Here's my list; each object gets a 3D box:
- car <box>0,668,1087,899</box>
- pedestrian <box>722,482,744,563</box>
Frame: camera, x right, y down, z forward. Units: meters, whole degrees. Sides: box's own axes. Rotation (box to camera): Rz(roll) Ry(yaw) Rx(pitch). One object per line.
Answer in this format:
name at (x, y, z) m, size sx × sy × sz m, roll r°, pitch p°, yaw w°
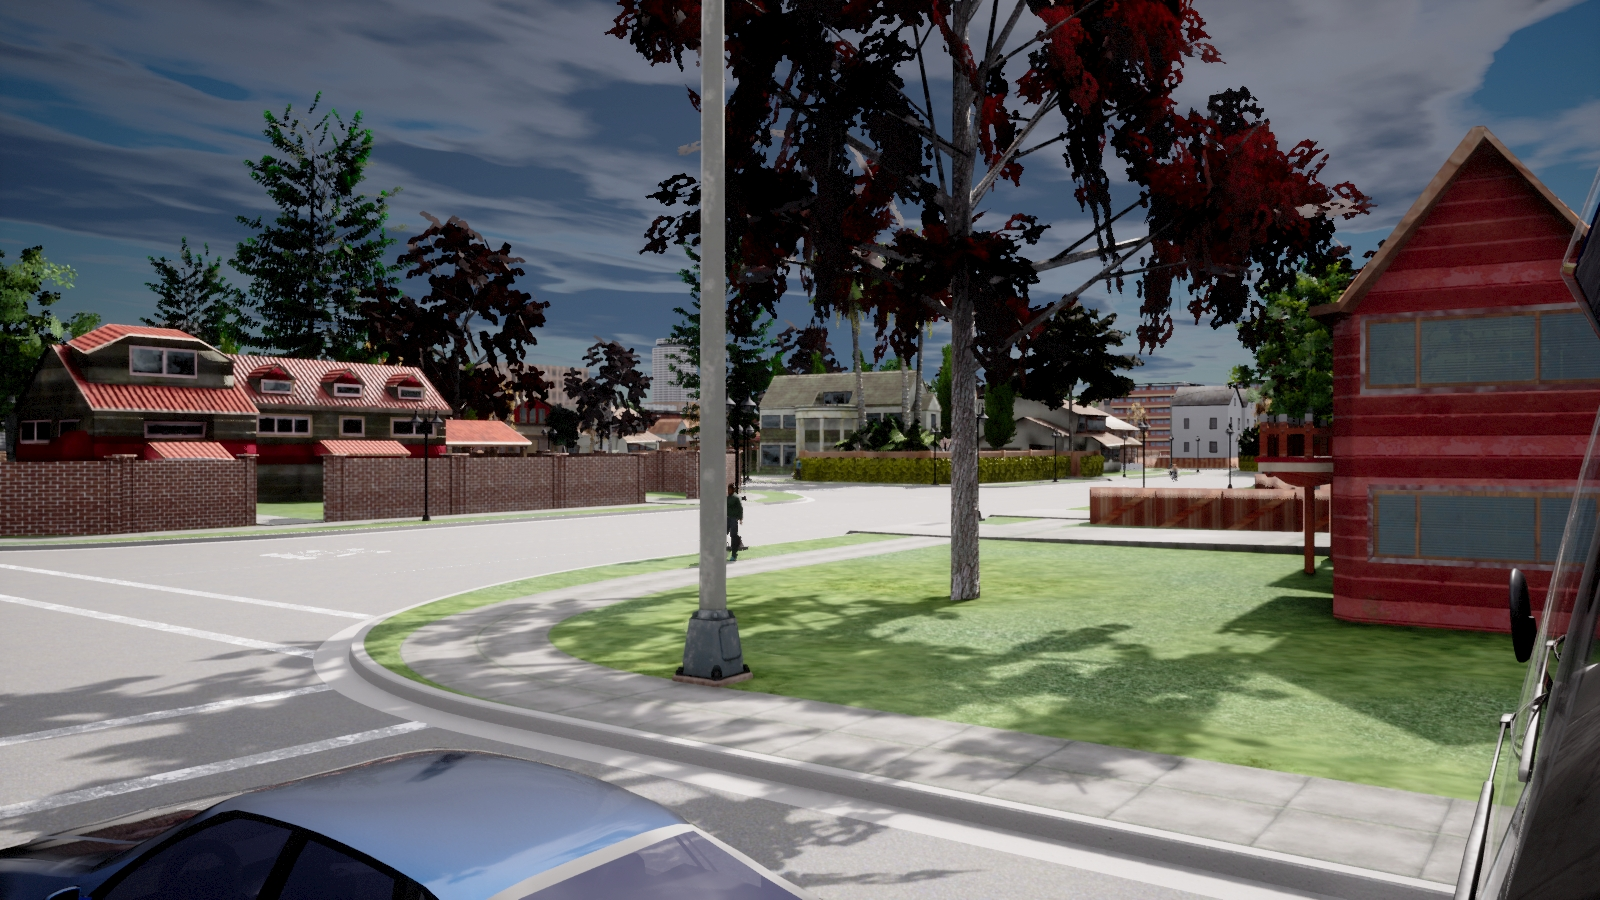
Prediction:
car at (-1.713, 2.106, 4.943) m, size 5.357 × 1.411 × 2.033 m, roll 0°, pitch 0°, yaw 36°
pedestrian at (-1.580, 1.704, 27.002) m, size 0.375 × 1.860 × 0.375 m, roll 0°, pitch 0°, yaw 35°
